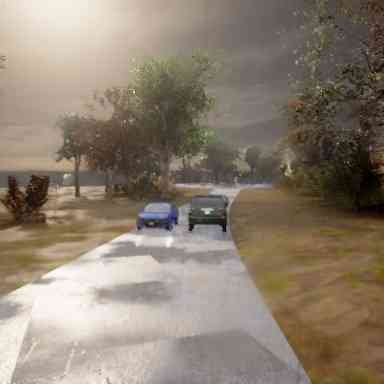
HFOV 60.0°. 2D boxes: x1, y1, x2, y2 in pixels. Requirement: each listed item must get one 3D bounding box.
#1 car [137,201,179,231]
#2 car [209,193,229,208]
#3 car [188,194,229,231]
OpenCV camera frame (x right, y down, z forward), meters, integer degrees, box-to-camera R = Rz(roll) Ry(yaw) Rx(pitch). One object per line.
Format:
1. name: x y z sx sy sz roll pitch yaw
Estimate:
1. car: -1.928 1.344 19.914 1.882 1.535 5.008 2 1 5
2. car: 3.176 0.893 38.073 1.994 1.385 4.181 1 3 8
3. car: 1.022 1.114 20.142 2.150 2.045 5.566 0 1 5
